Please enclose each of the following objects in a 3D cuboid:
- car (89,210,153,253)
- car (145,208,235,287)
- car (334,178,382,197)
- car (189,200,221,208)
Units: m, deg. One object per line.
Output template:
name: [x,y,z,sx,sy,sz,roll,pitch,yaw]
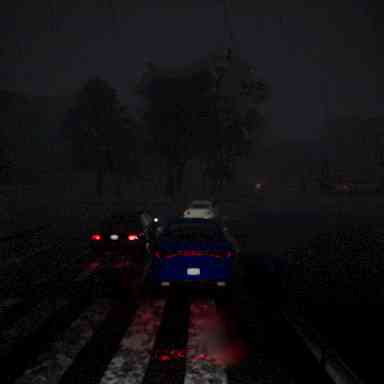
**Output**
car: [-2.496,1.443,13.272,2.033,1.411,5.357,0,2,0]
car: [0.017,1.448,9.322,1.882,1.535,5.008,0,1,0]
car: [19.068,-0.602,38.216,5.566,2.045,2.150,-2,5,-18]
car: [0.692,1.177,19.938,1.812,1.442,4.674,0,3,10]
